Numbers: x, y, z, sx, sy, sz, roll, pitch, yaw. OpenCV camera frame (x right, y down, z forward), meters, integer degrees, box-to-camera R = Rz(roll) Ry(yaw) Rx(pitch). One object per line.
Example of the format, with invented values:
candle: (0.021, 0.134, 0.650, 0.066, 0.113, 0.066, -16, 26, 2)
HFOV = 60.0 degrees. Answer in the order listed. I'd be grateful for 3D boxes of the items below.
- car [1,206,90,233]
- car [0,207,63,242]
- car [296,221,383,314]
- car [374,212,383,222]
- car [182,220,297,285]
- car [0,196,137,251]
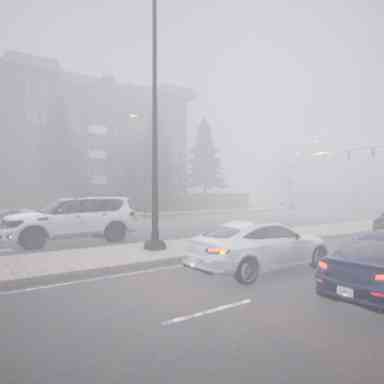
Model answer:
car: (-8.891, 1.592, 20.356, 4.718, 1.301, 1.895, 0, 0, -35)
car: (-8.901, 1.522, 16.047, 4.674, 1.442, 1.812, 0, 0, -35)
car: (4.471, 1.509, 6.930, 4.674, 1.442, 1.812, 0, 0, -35)
car: (10.261, 1.468, 15.406, 4.892, 1.490, 1.837, 0, 0, -35)
car: (1.903, 1.511, 9.407, 4.674, 1.442, 1.812, 0, 0, -35)
car: (-5.152, 1.213, 14.426, 5.566, 2.045, 2.150, 0, 0, -35)
